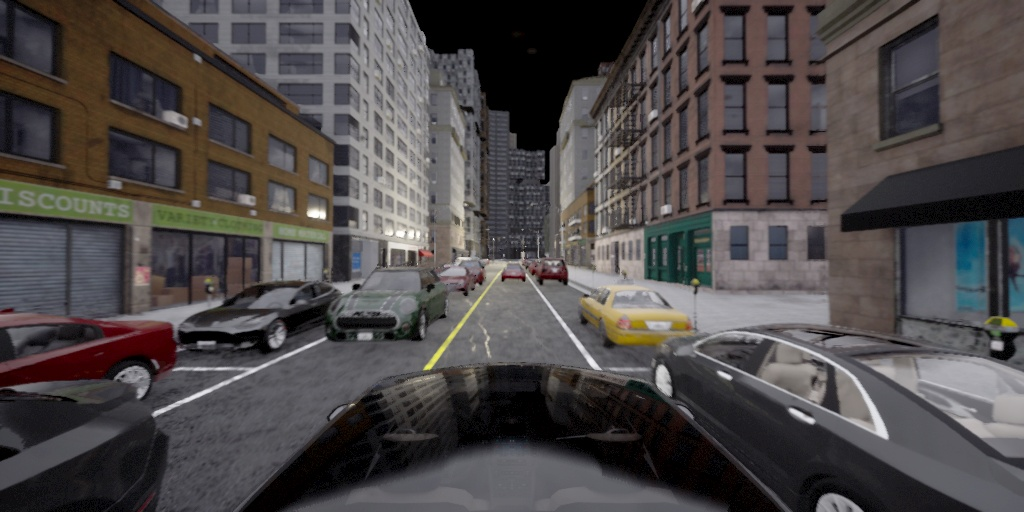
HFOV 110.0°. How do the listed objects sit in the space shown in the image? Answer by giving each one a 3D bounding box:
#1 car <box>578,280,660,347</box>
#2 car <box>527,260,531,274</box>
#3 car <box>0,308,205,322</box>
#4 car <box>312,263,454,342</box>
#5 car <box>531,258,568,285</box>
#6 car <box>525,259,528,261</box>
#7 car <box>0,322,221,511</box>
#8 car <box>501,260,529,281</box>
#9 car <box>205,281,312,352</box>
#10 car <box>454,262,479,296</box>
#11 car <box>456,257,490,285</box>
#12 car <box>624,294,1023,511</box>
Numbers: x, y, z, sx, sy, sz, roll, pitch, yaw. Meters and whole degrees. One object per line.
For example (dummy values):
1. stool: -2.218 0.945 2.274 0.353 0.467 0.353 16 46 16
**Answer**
1. car: 2.769 1.278 9.102 1.751 1.417 4.829 0 0 0
2. car: 2.800 1.294 36.978 1.888 1.381 4.507 0 0 0
3. car: -5.763 1.290 3.331 1.888 1.381 4.507 0 0 0
4. car: -3.086 1.099 9.799 2.097 1.767 4.553 0 0 0
5. car: 2.787 1.066 25.759 2.192 1.841 5.009 0 0 0
6. car: 2.806 1.329 42.588 1.802 1.307 4.207 0 0 0
7. car: -3.105 1.252 0.224 1.837 1.490 4.892 0 0 0
8. car: 0.126 1.313 29.518 1.994 1.385 4.181 0 0 0
9. car: -5.757 1.310 8.942 1.948 1.339 4.313 0 0 0
10. car: -3.044 1.273 19.280 1.812 1.442 4.674 0 0 1
11. car: -2.976 1.098 25.566 2.097 1.767 4.553 0 0 0
12. car: 2.763 1.304 3.321 2.007 1.370 4.403 0 0 0
